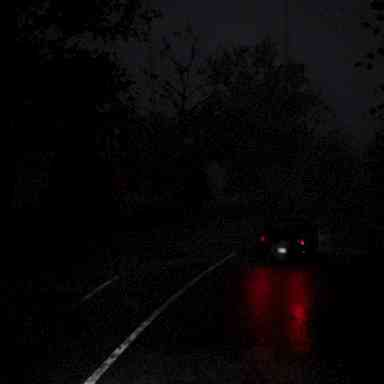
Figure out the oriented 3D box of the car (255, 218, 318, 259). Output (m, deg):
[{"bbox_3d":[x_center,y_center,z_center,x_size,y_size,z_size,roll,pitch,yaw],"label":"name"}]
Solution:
[{"bbox_3d":[3.919,1.686,13.184,1.895,1.301,4.718,1,0,23],"label":"car"}]
